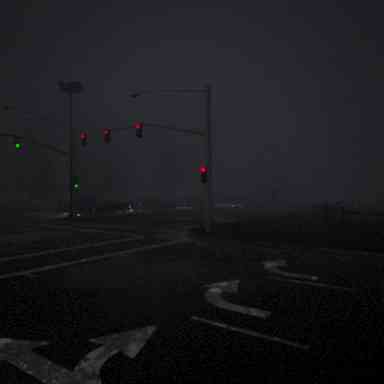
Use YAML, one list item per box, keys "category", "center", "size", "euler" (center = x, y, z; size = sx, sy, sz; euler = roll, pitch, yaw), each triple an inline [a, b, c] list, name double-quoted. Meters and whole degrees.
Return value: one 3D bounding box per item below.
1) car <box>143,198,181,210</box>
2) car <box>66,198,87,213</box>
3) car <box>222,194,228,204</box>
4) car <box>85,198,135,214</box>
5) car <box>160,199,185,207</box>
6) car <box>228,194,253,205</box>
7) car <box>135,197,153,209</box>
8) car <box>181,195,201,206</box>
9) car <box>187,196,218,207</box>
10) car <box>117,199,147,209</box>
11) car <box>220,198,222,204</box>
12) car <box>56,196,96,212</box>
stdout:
- category: "car"
  center: [-4.035, 1.821, 45.925]
  size: [1.895, 1.301, 4.718]
  euler: [-1, 0, 35]
- category: "car"
  center: [-12.068, 1.792, 40.517]
  size: [2.033, 1.411, 5.357]
  euler: [-1, 0, 35]
- category: "car"
  center: [7.870, 1.473, 68.878]
  size: [2.150, 2.045, 5.566]
  euler: [-1, 0, 36]
- category: "car"
  center: [-9.329, 1.710, 38.324]
  size: [2.128, 1.511, 4.902]
  euler: [-1, 0, 35]
- category: "car"
  center: [-3.418, 1.874, 59.029]
  size: [1.895, 1.301, 4.718]
  euler: [-1, 0, 35]
- category: "car"
  center: [10.020, 1.445, 65.899]
  size: [2.150, 2.045, 5.566]
  euler: [-1, 0, 36]
- category: "car"
  center: [-6.670, 1.598, 48.270]
  size: [2.097, 1.767, 4.553]
  euler: [-1, 0, 35]
- category: "car"
  center: [-0.309, 1.470, 57.376]
  size: [2.150, 2.045, 5.566]
  euler: [-1, -1, 36]
- category: "car"
  center: [1.744, 1.822, 54.207]
  size: [1.895, 1.301, 4.718]
  euler: [-1, 0, 35]
- category: "car"
  center: [-9.114, 1.797, 50.876]
  size: [1.812, 1.442, 4.674]
  euler: [-1, 0, 35]
- category: "car"
  center: [3.575, 1.766, 68.879]
  size: [2.128, 1.511, 4.902]
  euler: [-1, 0, 35]
- category: "car"
  center: [-14.679, 1.492, 42.887]
  size: [2.150, 2.045, 5.566]
  euler: [-1, 0, 35]
